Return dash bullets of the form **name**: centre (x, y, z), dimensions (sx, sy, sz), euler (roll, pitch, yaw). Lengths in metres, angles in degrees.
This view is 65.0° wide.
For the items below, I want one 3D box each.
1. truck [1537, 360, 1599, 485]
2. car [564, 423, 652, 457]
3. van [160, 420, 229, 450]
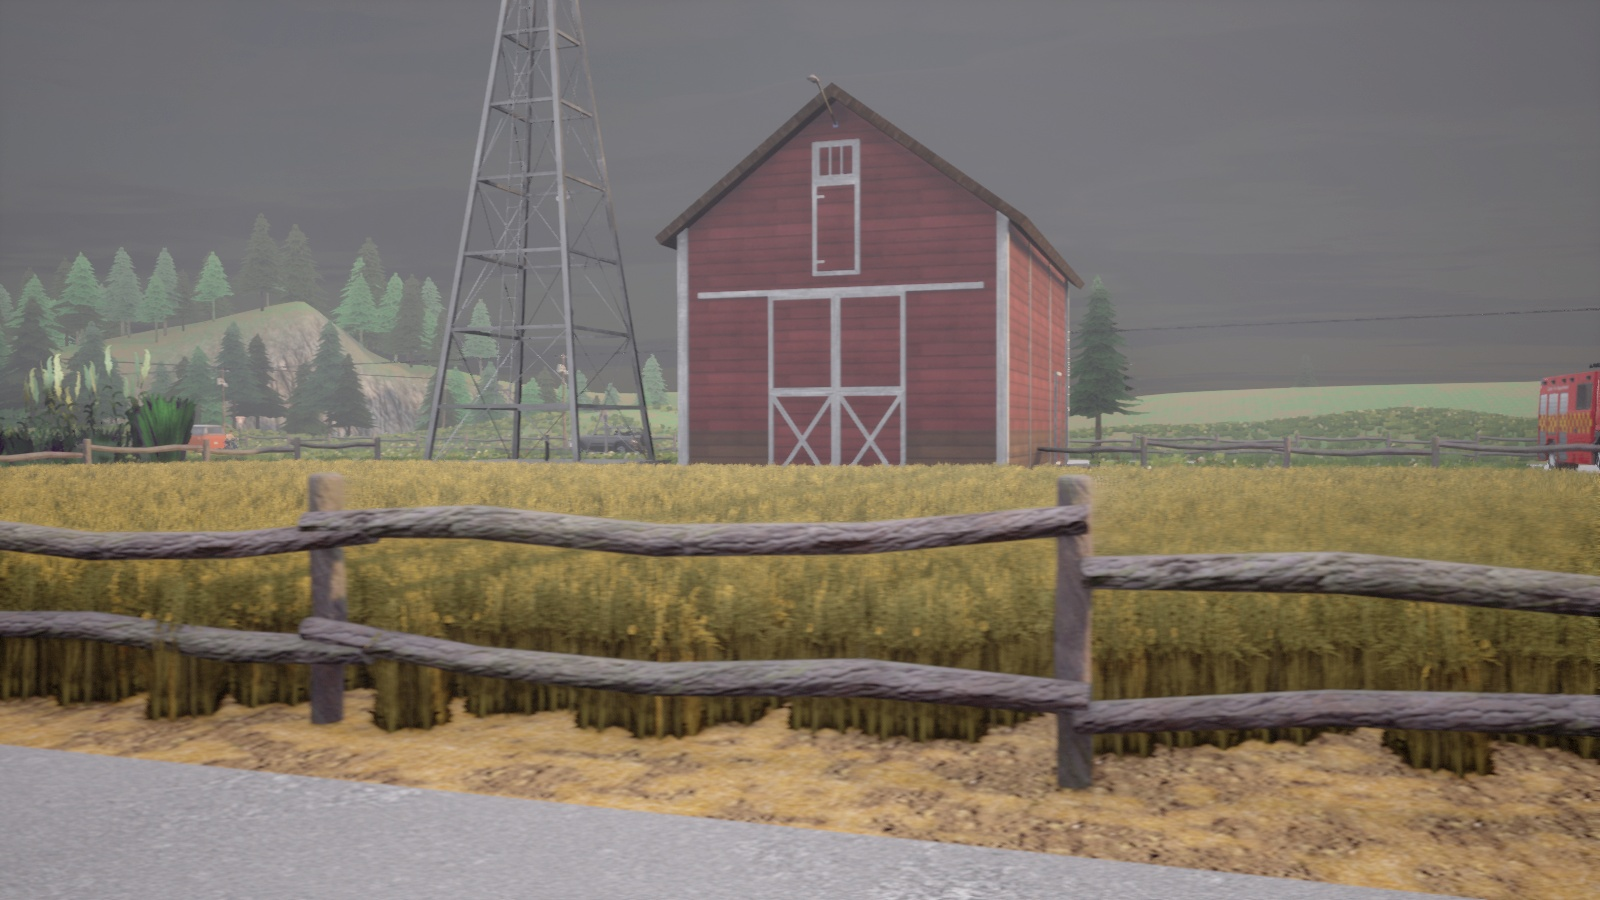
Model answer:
- **truck**: centre (26.665, -0.869, 40.555), dimensions (2.891, 3.827, 8.468), euler (1, 1, 16)
- **car**: centre (-10.943, -0.596, 71.597), dimensions (4.605, 1.855, 1.932), euler (1, 1, 24)
- **van**: centre (-41.115, -1.043, 85.223), dimensions (4.442, 1.987, 1.775), euler (1, 1, 25)
